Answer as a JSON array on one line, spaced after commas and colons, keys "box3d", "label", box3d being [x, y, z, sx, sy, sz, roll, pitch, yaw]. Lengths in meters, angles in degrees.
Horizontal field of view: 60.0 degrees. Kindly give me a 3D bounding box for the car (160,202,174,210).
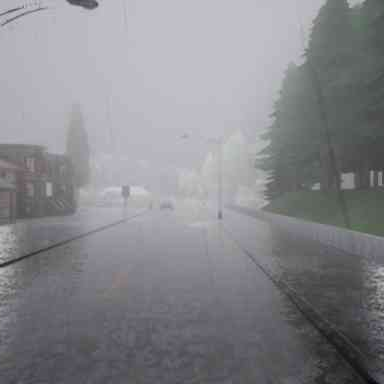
[{"box3d": [-3.993, 2.171, 53.068, 1.895, 1.301, 4.718, 0, -1, 0], "label": "car"}]
